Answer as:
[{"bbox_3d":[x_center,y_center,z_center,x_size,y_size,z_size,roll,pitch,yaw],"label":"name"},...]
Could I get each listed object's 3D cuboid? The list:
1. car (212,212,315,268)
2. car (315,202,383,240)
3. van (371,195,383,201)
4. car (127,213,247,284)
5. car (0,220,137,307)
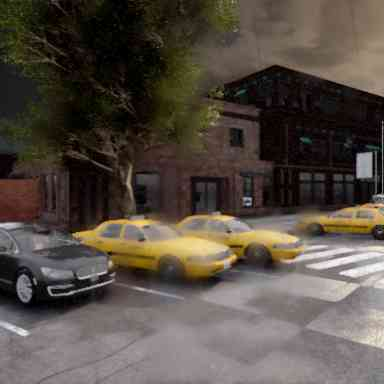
[{"bbox_3d":[1.090,1.471,11.386,5.366,1.575,1.946,-1,-1,34],"label":"car"},{"bbox_3d":[8.102,1.457,16.856,5.366,1.575,1.946,-1,0,34],"label":"car"},{"bbox_3d":[13.001,1.156,20.340,4.442,1.987,1.878,-1,0,34],"label":"van"},{"bbox_3d":[-1.349,1.475,9.637,5.366,1.575,1.946,-1,-1,34],"label":"car"},{"bbox_3d":[-3.948,1.485,8.002,4.892,1.521,2.231,-1,-1,34],"label":"car"}]
